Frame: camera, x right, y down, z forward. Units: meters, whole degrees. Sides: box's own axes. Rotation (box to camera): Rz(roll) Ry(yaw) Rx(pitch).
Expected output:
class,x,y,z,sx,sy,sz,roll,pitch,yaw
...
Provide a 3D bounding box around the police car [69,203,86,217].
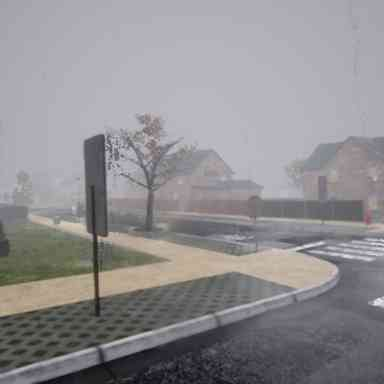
class,x,y,z,sx,sy,sz,roll,pitch,yaw
police car,-12.731,2.065,38.844,2.038,1.542,4.974,-2,1,-36
